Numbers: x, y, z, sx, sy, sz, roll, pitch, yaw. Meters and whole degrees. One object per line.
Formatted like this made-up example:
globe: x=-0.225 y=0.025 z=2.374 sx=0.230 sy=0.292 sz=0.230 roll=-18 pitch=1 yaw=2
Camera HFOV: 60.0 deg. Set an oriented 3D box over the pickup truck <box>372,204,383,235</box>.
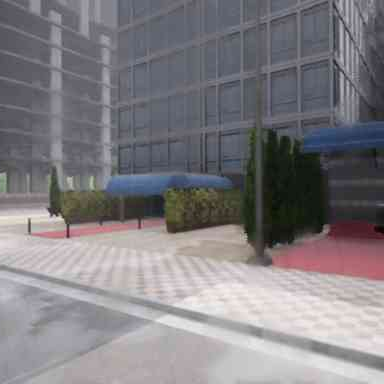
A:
pickup truck: x=8.697 y=1.043 z=9.483 sx=2.390 sy=2.098 sz=6.274 roll=0 pitch=0 yaw=-24
